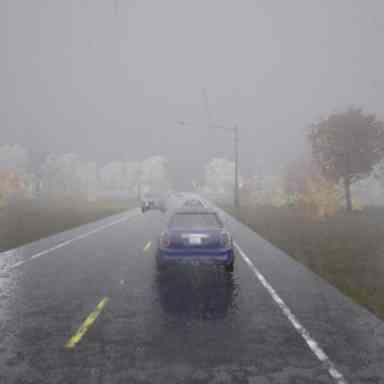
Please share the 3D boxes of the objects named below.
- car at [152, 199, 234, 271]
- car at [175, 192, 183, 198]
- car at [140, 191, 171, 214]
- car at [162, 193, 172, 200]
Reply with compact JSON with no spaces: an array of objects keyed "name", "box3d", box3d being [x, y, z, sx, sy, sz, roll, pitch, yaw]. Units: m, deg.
[{"name":"car","box3d":[0.092,1.263,10.738,2.097,1.767,4.553,0,0,0]},{"name":"car","box3d":[-3.434,0.743,86.459,2.128,1.511,4.902,0,0,-2]},{"name":"car","box3d":[-3.594,0.962,32.387,2.150,2.045,5.566,0,0,0]},{"name":"car","box3d":[-5.646,0.976,73.792,1.895,1.301,4.718,0,0,-8]}]
